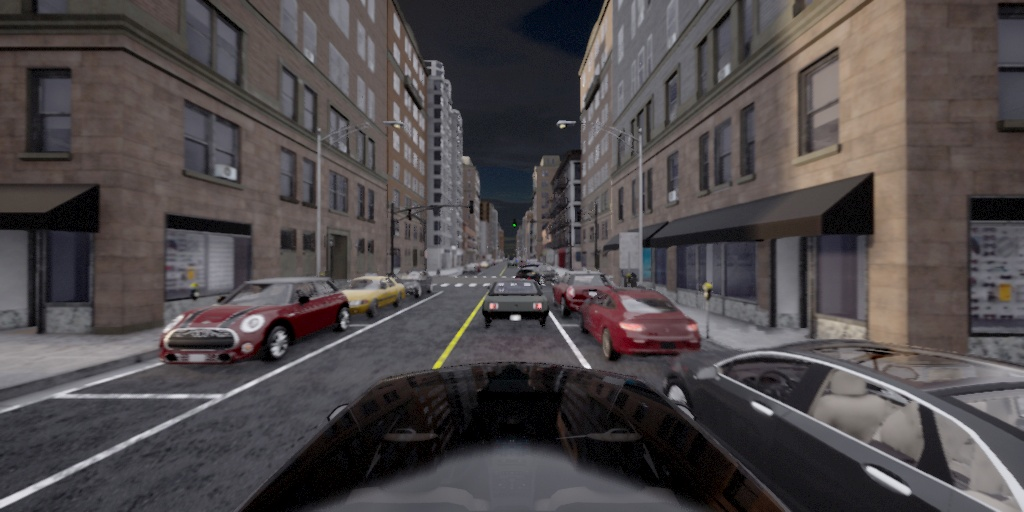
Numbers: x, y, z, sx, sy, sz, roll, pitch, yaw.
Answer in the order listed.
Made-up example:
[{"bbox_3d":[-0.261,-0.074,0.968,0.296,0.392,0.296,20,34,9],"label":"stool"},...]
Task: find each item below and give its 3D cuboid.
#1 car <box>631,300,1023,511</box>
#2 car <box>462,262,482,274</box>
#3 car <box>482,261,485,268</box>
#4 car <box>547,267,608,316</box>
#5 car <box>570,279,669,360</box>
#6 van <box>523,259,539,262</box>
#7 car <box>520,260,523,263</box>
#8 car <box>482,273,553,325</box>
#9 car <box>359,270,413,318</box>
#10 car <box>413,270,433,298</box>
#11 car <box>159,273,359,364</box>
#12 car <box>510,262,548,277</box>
[{"bbox_3d":[2.637,1.307,2.618,2.007,1.370,4.403,0,0,0],"label":"car"},{"bbox_3d":[-5.390,1.589,46.246,2.007,1.370,4.403,0,0,0],"label":"car"},{"bbox_3d":[-5.390,1.620,51.927,1.888,1.381,4.507,0,0,0],"label":"car"},{"bbox_3d":[2.637,1.268,13.656,1.967,1.591,4.097,0,0,0],"label":"car"},{"bbox_3d":[2.637,1.374,8.137,1.802,1.307,4.207,0,0,0],"label":"car"},{"bbox_3d":[2.635,1.379,46.255,1.690,1.789,3.998,0,0,0],"label":"van"},{"bbox_3d":[2.634,1.694,57.617,1.802,1.307,4.207,0,0,0],"label":"car"},{"bbox_3d":[0.100,1.418,12.051,1.895,1.301,4.718,0,0,0],"label":"car"},{"bbox_3d":[-5.388,1.353,13.476,1.751,1.417,4.829,0,0,0],"label":"car"},{"bbox_3d":[-5.389,1.414,19.165,2.007,1.370,4.403,0,0,0],"label":"car"},{"bbox_3d":[-5.388,1.231,8.129,1.967,1.591,4.097,0,0,0],"label":"car"},{"bbox_3d":[2.059,1.427,27.806,1.837,1.490,4.892,-2,-1,29],"label":"car"}]
